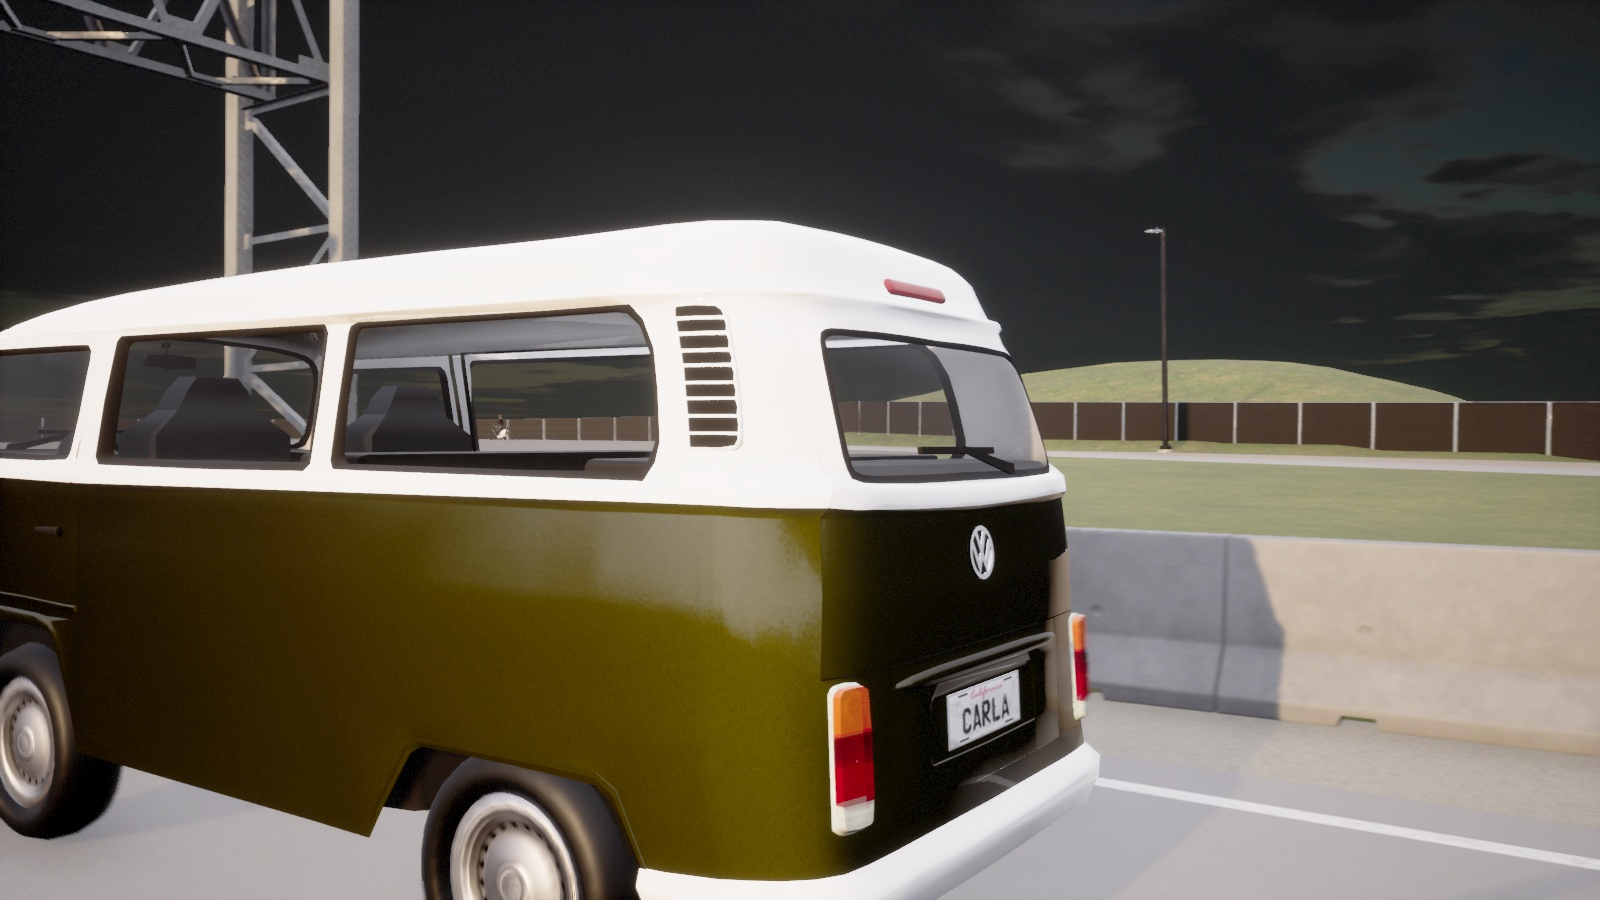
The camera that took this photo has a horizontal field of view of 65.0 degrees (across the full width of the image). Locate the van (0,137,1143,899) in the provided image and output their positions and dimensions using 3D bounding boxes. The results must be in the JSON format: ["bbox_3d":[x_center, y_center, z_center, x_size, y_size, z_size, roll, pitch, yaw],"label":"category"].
[{"bbox_3d":[-1.320,0.406,4.495,4.480,2.038,2.069,0,1,34],"label":"van"}]
